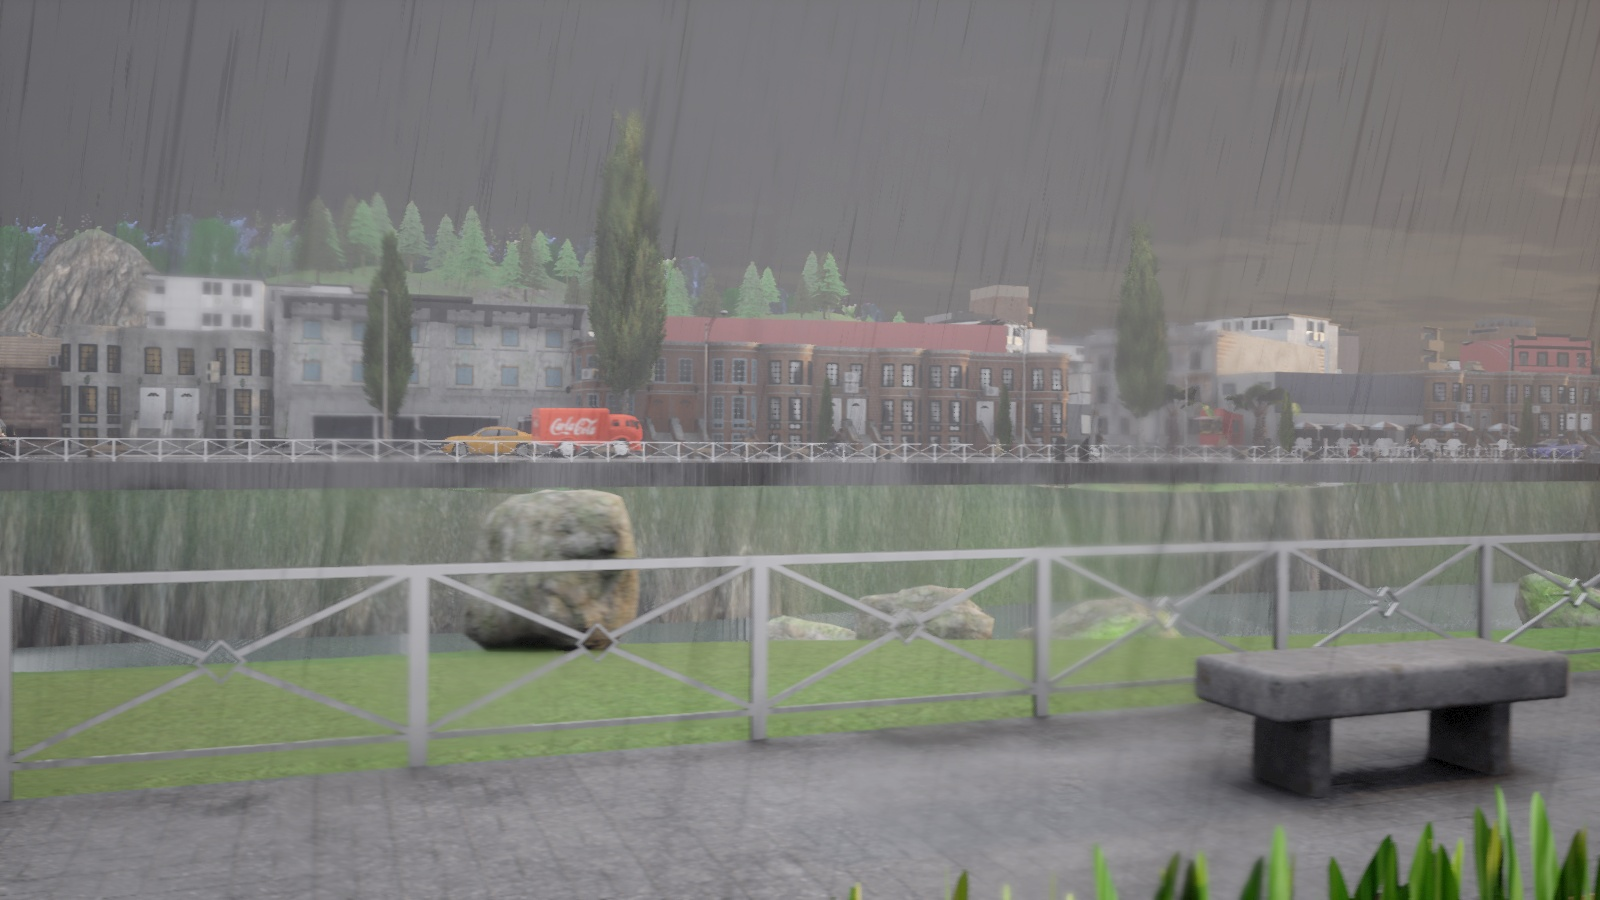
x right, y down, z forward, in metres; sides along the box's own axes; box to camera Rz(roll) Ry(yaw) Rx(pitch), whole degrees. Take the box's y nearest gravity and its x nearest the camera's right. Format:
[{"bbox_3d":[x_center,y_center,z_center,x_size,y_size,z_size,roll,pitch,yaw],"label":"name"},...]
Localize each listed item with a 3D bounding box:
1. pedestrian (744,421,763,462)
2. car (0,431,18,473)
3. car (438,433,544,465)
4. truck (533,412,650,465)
[{"bbox_3d":[-2.080,-0.382,56.045,0.694,1.848,0.540,-1,1,-15],"label":"pedestrian"},{"bbox_3d":[-37.469,0.117,55.484,4.605,1.855,1.932,-1,1,-21],"label":"car"},{"bbox_3d":[-15.701,-0.092,63.758,5.008,1.535,1.882,-1,1,-21],"label":"car"},{"bbox_3d":[-10.237,-0.579,61.551,5.204,2.467,2.627,-1,1,-21],"label":"truck"}]
